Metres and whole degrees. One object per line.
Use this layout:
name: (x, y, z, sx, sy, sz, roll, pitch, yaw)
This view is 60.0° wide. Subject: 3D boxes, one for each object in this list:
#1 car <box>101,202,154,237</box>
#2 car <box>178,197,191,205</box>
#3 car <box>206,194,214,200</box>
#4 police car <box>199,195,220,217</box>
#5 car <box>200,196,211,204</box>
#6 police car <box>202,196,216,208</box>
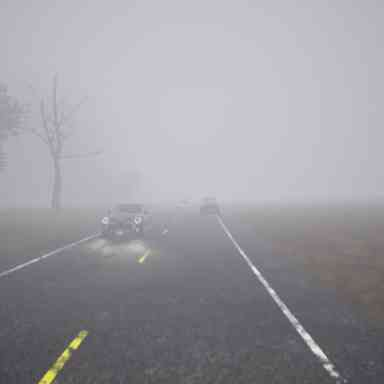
car: (-3.360, 1.356, 17.973, 2.097, 1.767, 4.553, 0, 0, 1)
car: (-1.279, 1.562, 60.275, 1.994, 1.385, 4.181, 0, 0, 5)
car: (4.790, 1.350, 88.587, 1.812, 1.442, 4.674, 0, 0, 6)
police car: (1.709, 1.430, 32.069, 1.930, 1.638, 5.238, 0, 0, 2)
car: (2.707, 1.549, 66.379, 2.033, 1.411, 5.357, 0, 0, 5)
police car: (2.496, 1.428, 47.996, 1.930, 1.638, 5.238, 0, 0, 3)
